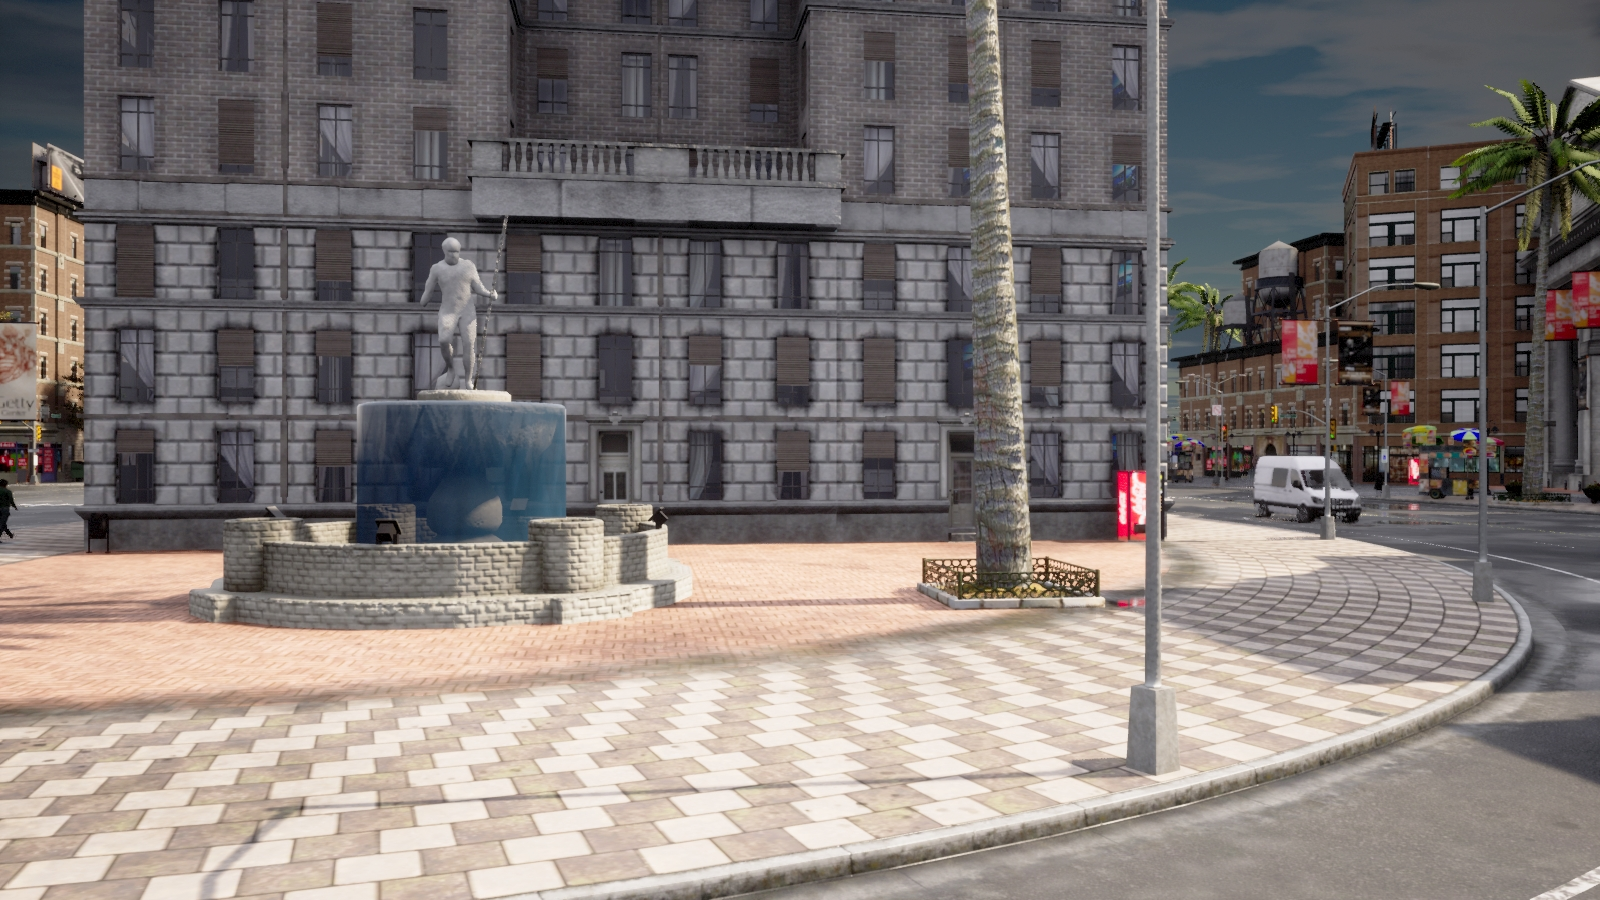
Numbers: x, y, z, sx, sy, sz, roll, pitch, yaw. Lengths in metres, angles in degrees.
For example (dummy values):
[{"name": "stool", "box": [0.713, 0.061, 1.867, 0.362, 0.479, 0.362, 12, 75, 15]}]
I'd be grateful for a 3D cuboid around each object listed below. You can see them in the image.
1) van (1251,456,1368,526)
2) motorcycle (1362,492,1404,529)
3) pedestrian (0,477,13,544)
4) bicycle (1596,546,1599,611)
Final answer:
[{"name": "van", "box": [20.173, 1.534, 45.562, 1.988, 2.561, 5.915, 0, 0, -1]}, {"name": "motorcycle", "box": [21.086, 2.182, 41.351, 0.856, 1.236, 1.805, 0, 0, 10]}, {"name": "pedestrian", "box": [-22.528, 1.697, 32.245, 0.375, 1.860, 0.375, 0, 0, -6]}, {"name": "bicycle", "box": [14.651, 2.256, 20.156, 0.859, 1.080, 1.487, 0, 0, 40]}]
